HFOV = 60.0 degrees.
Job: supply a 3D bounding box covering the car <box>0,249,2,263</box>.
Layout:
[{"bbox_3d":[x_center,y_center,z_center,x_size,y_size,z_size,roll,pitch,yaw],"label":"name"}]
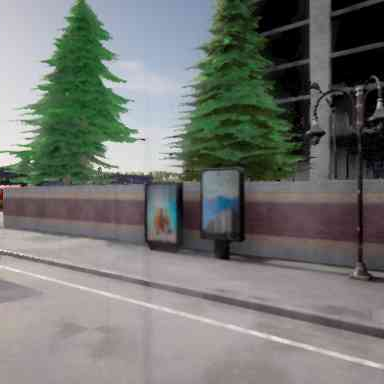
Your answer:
[{"bbox_3d":[-7.274,1.628,9.146,4.718,1.301,1.895,0,0,36],"label":"car"}]
